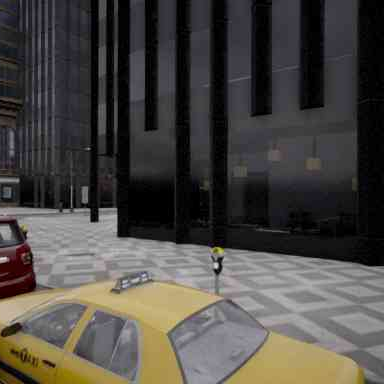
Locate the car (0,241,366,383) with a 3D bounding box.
[{"bbox_3d":[-0.814,1.525,3.531,4.829,1.417,1.752,0,0,35],"label":"car"}]

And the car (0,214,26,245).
[{"bbox_3d":[-5.109,1.314,6.560,5.009,1.841,2.192,0,0,35],"label":"car"}]
